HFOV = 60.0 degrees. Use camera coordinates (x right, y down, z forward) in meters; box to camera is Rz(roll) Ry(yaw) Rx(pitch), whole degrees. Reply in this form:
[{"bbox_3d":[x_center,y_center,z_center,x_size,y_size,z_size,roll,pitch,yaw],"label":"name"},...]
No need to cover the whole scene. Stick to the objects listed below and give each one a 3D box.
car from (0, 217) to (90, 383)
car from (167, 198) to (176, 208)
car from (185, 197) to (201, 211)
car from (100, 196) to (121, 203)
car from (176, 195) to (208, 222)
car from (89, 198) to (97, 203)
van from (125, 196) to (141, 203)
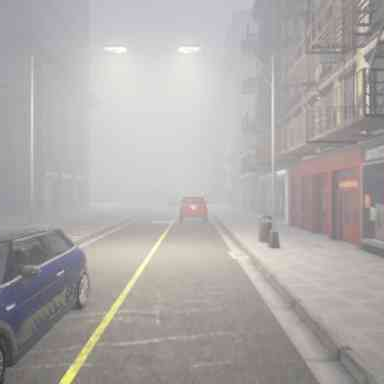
[{"bbox_3d":[-3.099,1.357,4.800,2.097,1.767,4.553,0,0,0],"label":"car"},{"bbox_3d":[-2.998,1.780,54.236,1.837,1.490,4.892,0,-1,0],"label":"car"},{"bbox_3d":[0.108,1.560,45.693,2.097,1.767,4.553,0,0,0],"label":"car"},{"bbox_3d":[-20.348,1.853,83.422,5.009,1.841,2.192,0,-1,-1],"label":"car"},{"bbox_3d":[0.107,1.300,27.041,2.150,2.045,5.566,0,0,0],"label":"car"},{"bbox_3d":[-25.988,2.100,83.336,4.313,1.339,1.947,0,-1,-1],"label":"car"},{"bbox_3d":[-14.708,1.881,83.507,3.998,1.788,1.690,0,-1,-1],"label":"van"}]
